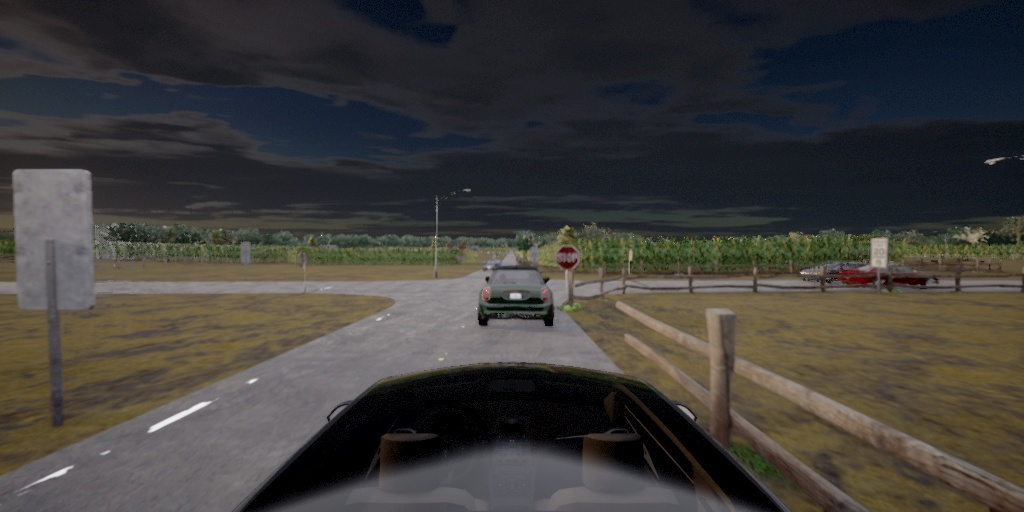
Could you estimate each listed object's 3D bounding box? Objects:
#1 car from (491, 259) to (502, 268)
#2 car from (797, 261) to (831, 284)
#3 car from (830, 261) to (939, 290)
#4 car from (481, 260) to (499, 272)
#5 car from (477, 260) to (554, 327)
[{"bbox_3d":[-2.753,1.372,64.855,1.882,1.535,5.008,0,0,1],"label":"car"},{"bbox_3d":[22.698,1.118,24.952,4.902,1.511,2.128,0,2,0],"label":"car"},{"bbox_3d":[23.069,1.191,22.024,5.008,1.535,1.882,0,2,0],"label":"car"},{"bbox_3d":[-2.814,1.290,46.908,2.128,1.511,4.902,0,0,0],"label":"car"},{"bbox_3d":[0.165,1.057,11.548,2.097,1.767,4.553,0,0,2],"label":"car"}]
